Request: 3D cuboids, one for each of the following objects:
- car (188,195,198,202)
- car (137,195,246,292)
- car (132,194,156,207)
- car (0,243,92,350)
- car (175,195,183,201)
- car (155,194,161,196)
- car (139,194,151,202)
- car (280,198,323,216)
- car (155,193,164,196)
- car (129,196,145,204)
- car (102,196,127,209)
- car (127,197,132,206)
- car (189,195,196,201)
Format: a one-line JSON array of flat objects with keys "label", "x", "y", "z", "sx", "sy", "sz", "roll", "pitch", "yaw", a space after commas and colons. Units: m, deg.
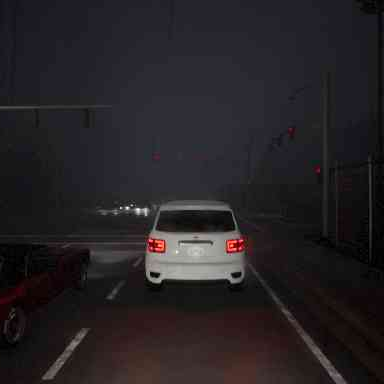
[{"label": "car", "x": 0.157, "y": 1.523, "z": 75.750, "sx": 2.128, "sy": 1.511, "sz": 4.902, "roll": 0, "pitch": 0, "yaw": 0}, {"label": "car", "x": 0.090, "y": 1.221, "z": 9.097, "sx": 2.150, "sy": 2.045, "sz": 5.566, "roll": 0, "pitch": 0, "yaw": 0}, {"label": "car", "x": -6.989, "y": 1.491, "z": 48.983, "sx": 2.128, "sy": 1.511, "sz": 4.902, "roll": 0, "pitch": 0, "yaw": 0}, {"label": "car", "x": -3.430, "y": 1.601, "z": 6.173, "sx": 1.895, "sy": 1.301, "sz": 4.718, "roll": 0, "pitch": 0, "yaw": 1}, {"label": "car", "x": -3.327, "y": 1.540, "z": 86.037, "sx": 2.033, "sy": 1.411, "sz": 5.357, "roll": 0, "pitch": 0, "yaw": 0}, {"label": "car", "x": -6.959, "y": 1.525, "z": 58.242, "sx": 1.812, "sy": 1.442, "sz": 4.674, "roll": 0, "pitch": 0, "yaw": 0}, {"label": "car", "x": -10.353, "y": 1.354, "z": 73.188, "sx": 2.097, "sy": 1.767, "sz": 4.553, "roll": 0, "pitch": 0, "yaw": 0}, {"label": "car", "x": 11.016, "y": 1.407, "z": 32.677, "sx": 4.553, "sy": 1.767, "sz": 2.097, "roll": 0, "pitch": 0, "yaw": 0}, {"label": "car", "x": -6.862, "y": 1.221, "z": 68.956, "sx": 2.150, "sy": 2.045, "sz": 5.566, "roll": 0, "pitch": 0, "yaw": 0}, {"label": "car", "x": -10.424, "y": 1.491, "z": 63.140, "sx": 2.128, "sy": 1.511, "sz": 4.902, "roll": 0, "pitch": 0, "yaw": 1}, {"label": "car", "x": -10.505, "y": 1.352, "z": 44.595, "sx": 2.097, "sy": 1.767, "sz": 4.553, "roll": 0, "pitch": 0, "yaw": 0}, {"label": "car", "x": -10.483, "y": 1.491, "z": 53.748, "sx": 2.128, "sy": 1.511, "sz": 4.902, "roll": 0, "pitch": 0, "yaw": 0}, {"label": "car", "x": 0.173, "y": 1.524, "z": 86.152, "sx": 1.812, "sy": 1.442, "sz": 4.674, "roll": 0, "pitch": 0, "yaw": 0}]
